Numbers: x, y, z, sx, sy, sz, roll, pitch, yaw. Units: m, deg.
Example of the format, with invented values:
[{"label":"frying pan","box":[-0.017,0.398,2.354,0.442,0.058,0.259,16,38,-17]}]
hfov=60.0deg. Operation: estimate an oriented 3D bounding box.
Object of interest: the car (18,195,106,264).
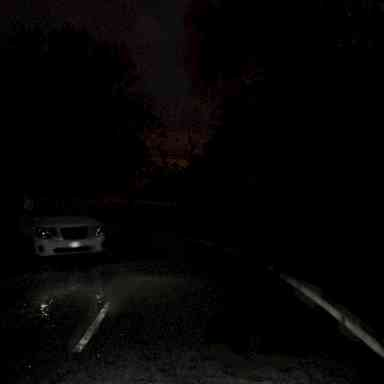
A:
[{"label":"car","box":[-4.955,1.159,12.177,2.150,2.045,5.566,1,0,-33]}]
